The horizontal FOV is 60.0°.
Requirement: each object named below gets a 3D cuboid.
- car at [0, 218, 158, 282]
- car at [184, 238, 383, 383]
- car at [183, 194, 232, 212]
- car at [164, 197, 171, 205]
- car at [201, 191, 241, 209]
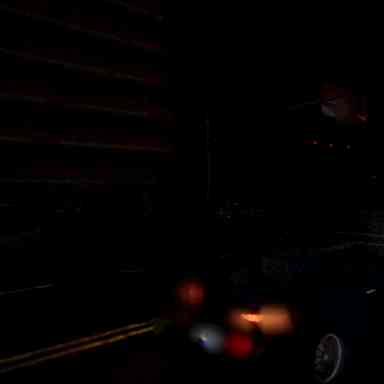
[{"bbox_3d":[-3.685,1.510,9.904,5.357,1.411,2.033,-1,1,-35],"label":"car"},{"bbox_3d":[2.044,1.462,5.194,4.674,1.442,1.812,-1,1,-36],"label":"car"},{"bbox_3d":[1.213,1.262,33.819,2.033,1.411,5.357,-1,1,-36],"label":"car"},{"bbox_3d":[-4.847,1.229,48.256,1.994,1.385,4.181,-1,1,-36],"label":"car"},{"bbox_3d":[3.032,0.883,37.277,2.150,2.045,5.566,-1,1,-36],"label":"car"}]
